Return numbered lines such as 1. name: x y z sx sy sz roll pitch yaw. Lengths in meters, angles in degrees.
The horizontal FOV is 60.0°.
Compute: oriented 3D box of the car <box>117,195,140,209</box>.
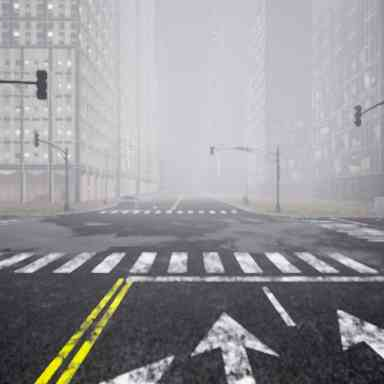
1. car: -6.952 1.058 36.923 1.882 1.535 5.008 0 1 -1
